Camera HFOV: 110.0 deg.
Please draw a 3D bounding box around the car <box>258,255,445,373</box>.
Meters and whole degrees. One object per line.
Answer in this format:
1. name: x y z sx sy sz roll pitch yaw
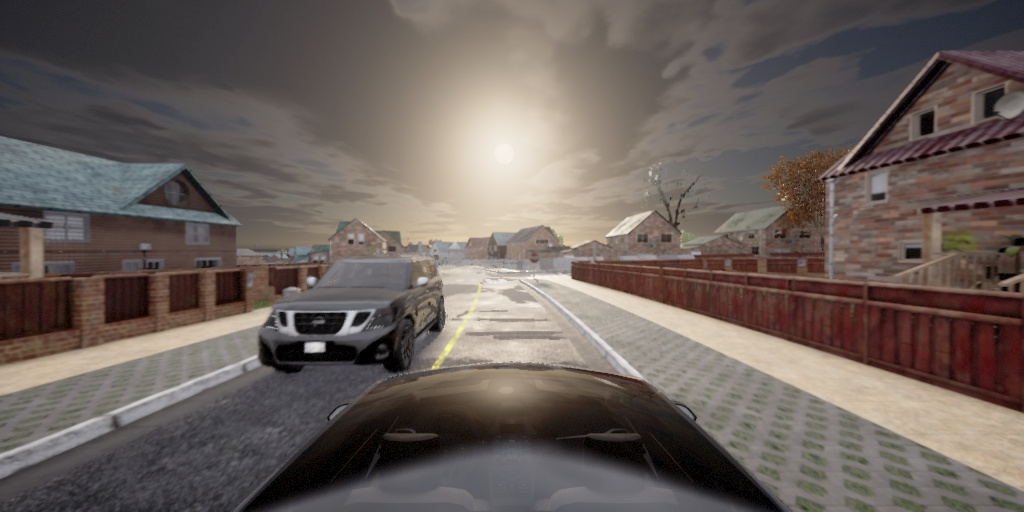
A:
1. car: -2.906 0.980 7.977 2.150 2.045 5.566 0 0 -1
